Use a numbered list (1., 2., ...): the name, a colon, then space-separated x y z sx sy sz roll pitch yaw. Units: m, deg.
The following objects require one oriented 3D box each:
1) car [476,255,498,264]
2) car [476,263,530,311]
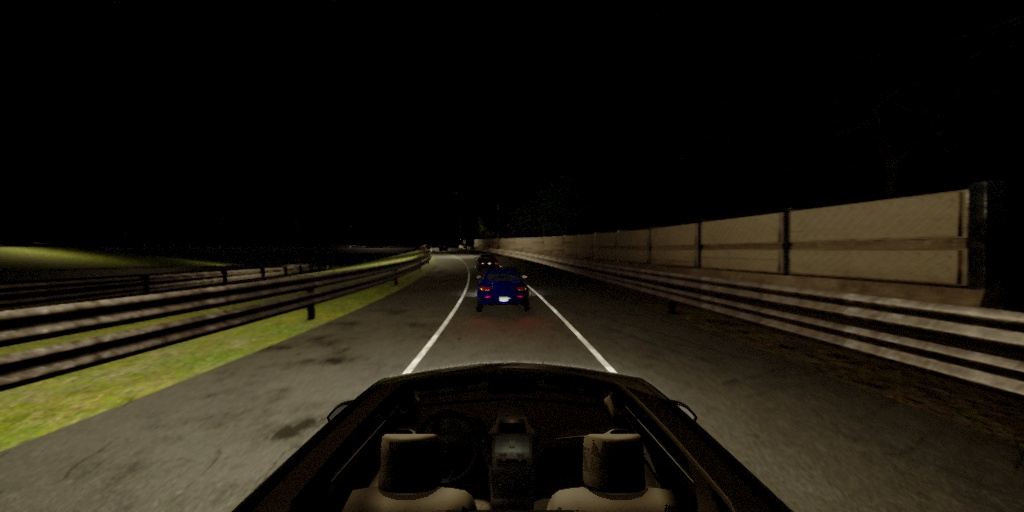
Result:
1. car: -2.307 0.603 33.440 2.033 1.411 5.357 0 2 -8
2. car: -0.384 1.172 13.742 1.812 1.442 4.674 0 1 -3
